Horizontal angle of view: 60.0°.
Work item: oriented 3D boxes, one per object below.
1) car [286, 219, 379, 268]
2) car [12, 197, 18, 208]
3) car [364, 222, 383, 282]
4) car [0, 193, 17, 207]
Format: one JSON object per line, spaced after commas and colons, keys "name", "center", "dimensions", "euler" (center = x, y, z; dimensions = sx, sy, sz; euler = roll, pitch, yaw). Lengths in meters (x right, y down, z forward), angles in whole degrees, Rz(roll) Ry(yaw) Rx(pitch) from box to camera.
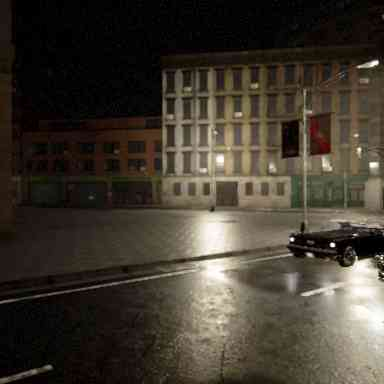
{"name": "car", "center": [5.440, 1.639, 11.543], "dimensions": [4.718, 1.301, 1.895], "euler": [0, 0, -35]}
{"name": "car", "center": [-21.102, 0.971, 35.588], "dimensions": [4.674, 1.442, 1.812], "euler": [0, 0, 8]}
{"name": "car", "center": [6.549, 1.540, 8.341], "dimensions": [4.892, 1.490, 1.837], "euler": [0, 0, -35]}
{"name": "car", "center": [-23.377, 0.893, 38.788], "dimensions": [5.008, 1.535, 1.882], "euler": [1, 0, 8]}
